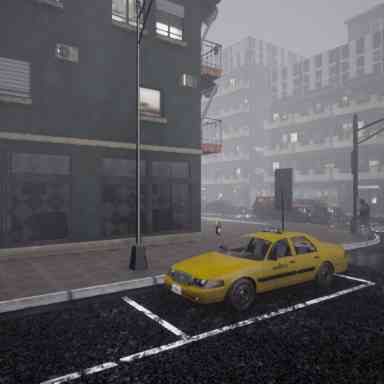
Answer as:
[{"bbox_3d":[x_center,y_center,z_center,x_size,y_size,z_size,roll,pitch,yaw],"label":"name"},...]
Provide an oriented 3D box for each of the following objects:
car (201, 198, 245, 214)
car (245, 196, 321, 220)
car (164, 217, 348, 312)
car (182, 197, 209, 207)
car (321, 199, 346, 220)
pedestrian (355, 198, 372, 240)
[{"bbox_3d":[3.507,1.468,34.586,2.033,1.411,5.357,0,0,-35],"label":"car"},{"bbox_3d":[6.827,1.264,25.454,2.192,1.841,5.009,0,0,-35],"label":"car"},{"bbox_3d":[1.679,1.525,7.703,4.829,1.417,1.752,0,0,-35],"label":"car"},{"bbox_3d":[0.516,1.466,48.776,1.802,1.307,4.206,0,0,-35],"label":"car"},{"bbox_3d":[9.586,1.304,25.960,2.097,1.767,4.553,0,0,-34],"label":"car"},{"bbox_3d":[7.434,1.141,14.438,0.375,1.860,0.375,0,0,-35],"label":"pedestrian"}]
